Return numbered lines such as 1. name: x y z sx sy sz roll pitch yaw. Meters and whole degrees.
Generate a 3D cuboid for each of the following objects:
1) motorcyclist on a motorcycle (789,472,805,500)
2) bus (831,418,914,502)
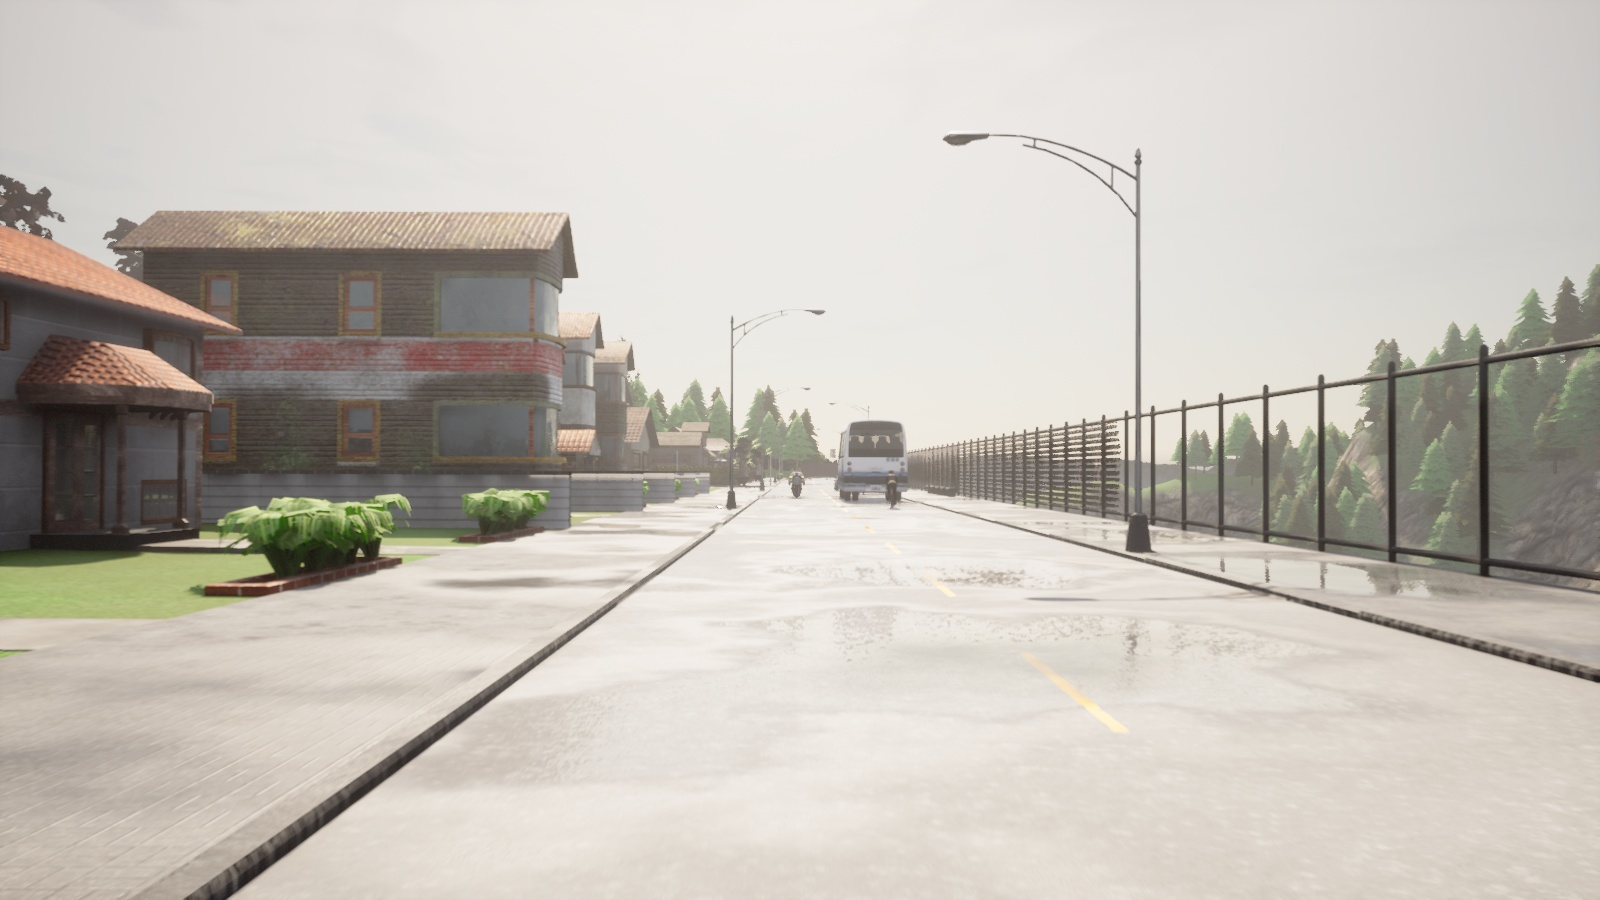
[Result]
1. motorcyclist on a motorcycle: -0.174 2.052 71.768 0.866 1.530 2.191 0 -1 0
2. bus: 3.827 0.578 68.995 3.944 4.253 10.273 0 -1 0
